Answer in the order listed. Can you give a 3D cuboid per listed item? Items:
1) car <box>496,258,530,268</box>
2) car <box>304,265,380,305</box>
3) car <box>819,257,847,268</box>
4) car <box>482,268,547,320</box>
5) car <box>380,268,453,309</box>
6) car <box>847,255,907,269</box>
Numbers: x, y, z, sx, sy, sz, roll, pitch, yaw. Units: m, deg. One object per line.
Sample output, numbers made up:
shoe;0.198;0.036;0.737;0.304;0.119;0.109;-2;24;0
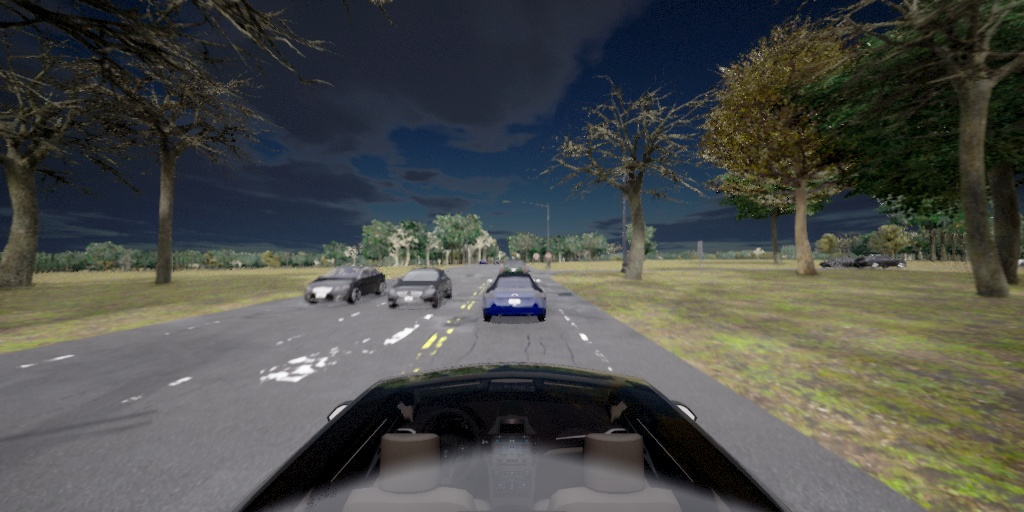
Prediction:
car;0.271;1.000;27.177;2.097;1.767;4.553;0;0;4
car;-7.092;1.187;15.778;2.128;1.511;4.902;0;0;0
car;40.130;0.822;43.795;4.181;1.385;1.994;-1;-2;0
car;0.079;1.272;12.360;1.994;1.385;4.181;0;0;0
car;-3.594;1.224;14.832;1.812;1.442;4.674;0;0;0
car;41.248;0.649;40.226;4.892;1.490;1.837;-1;-2;0
